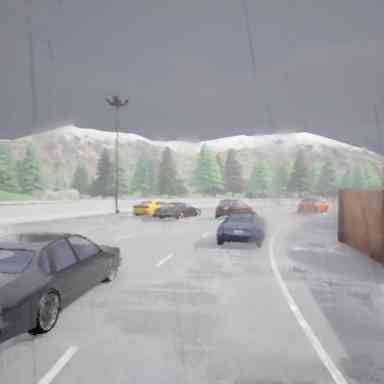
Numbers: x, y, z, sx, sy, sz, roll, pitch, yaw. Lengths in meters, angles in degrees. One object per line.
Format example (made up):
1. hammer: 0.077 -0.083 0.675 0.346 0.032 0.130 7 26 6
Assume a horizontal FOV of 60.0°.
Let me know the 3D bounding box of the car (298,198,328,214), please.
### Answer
1. car: 13.645 1.483 37.266 2.097 1.767 4.553 1 0 39

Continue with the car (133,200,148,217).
1. car: -3.310 1.438 30.068 1.882 1.535 5.008 0 0 26

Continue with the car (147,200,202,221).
1. car: -1.099 1.531 27.560 2.033 1.411 5.357 0 0 28

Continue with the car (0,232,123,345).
1. car: -2.995 1.516 6.645 2.033 1.411 5.357 1 0 5

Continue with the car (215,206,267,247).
1. car: 2.397 1.585 15.385 1.994 1.385 4.181 0 0 15

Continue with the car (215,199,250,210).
1. car: 3.705 1.383 29.063 2.097 1.767 4.553 1 0 26
